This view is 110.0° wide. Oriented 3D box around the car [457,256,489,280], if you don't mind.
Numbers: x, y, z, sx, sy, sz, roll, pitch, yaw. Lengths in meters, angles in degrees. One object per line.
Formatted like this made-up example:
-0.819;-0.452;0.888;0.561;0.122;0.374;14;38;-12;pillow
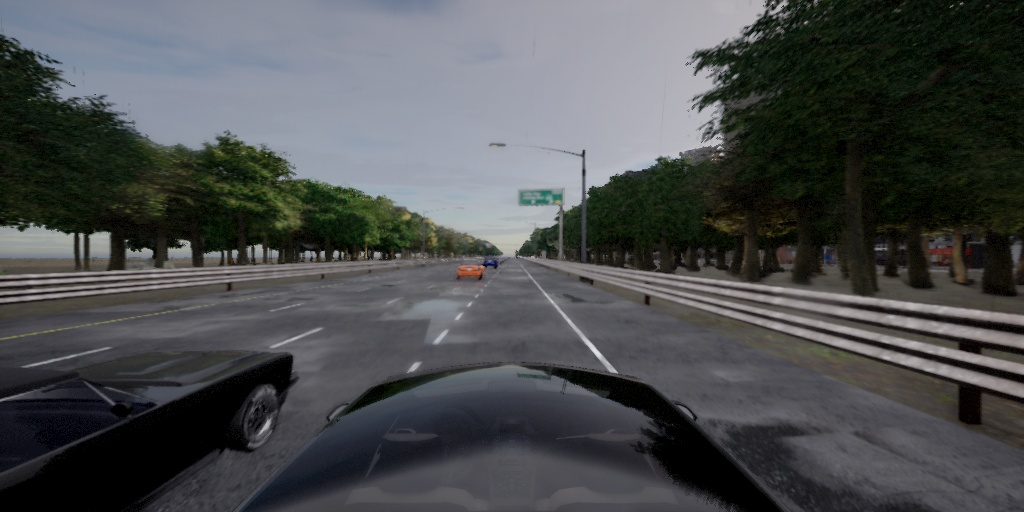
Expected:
-3.462;1.094;31.283;2.097;1.767;4.553;0;0;0;car

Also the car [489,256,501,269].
-3.378;0.941;57.471;2.150;2.045;5.566;0;0;0;car

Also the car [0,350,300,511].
-3.500;1.350;2.200;1.895;1.301;4.718;0;0;0;car
